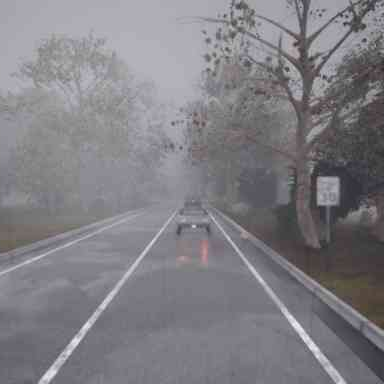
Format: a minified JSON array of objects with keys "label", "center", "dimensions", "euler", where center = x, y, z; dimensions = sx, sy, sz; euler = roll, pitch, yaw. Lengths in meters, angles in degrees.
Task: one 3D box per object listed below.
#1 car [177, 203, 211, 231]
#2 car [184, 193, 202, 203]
[{"label":"car","center":[0.101,1.563,20.342],"dimensions":[1.895,1.301,4.718],"euler":[0,0,0]},{"label":"car","center":[0.102,1.201,42.843],"dimensions":[2.150,2.045,5.566],"euler":[0,-1,0]}]
